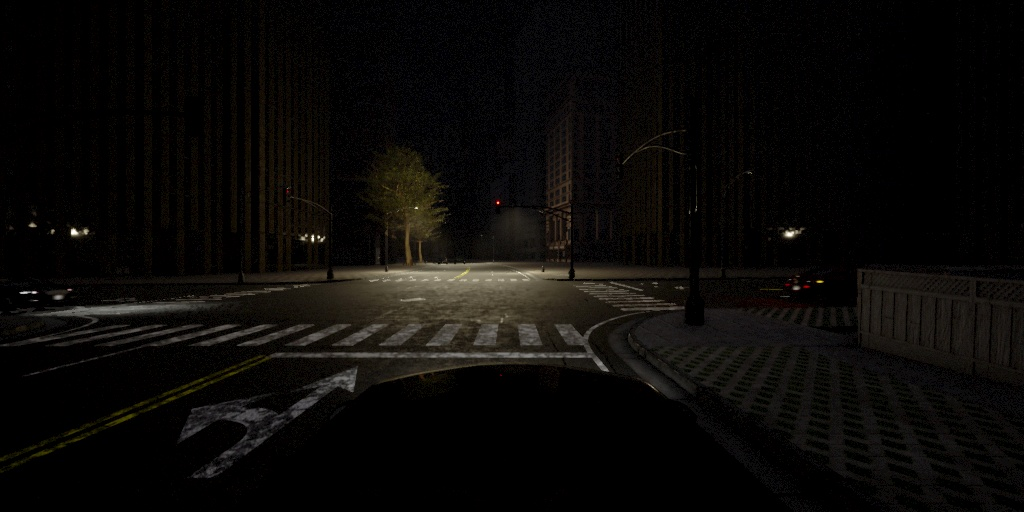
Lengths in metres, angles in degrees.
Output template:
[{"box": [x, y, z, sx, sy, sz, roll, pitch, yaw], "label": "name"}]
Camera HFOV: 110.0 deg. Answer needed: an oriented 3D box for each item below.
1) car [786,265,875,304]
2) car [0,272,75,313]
[{"box": [13.800, 1.087, 14.532, 4.674, 1.442, 1.812, -1, 0, 0], "label": "car"}, {"box": [-20.572, 1.408, 14.304, 4.902, 1.511, 2.128, 0, 0, 0], "label": "car"}]
